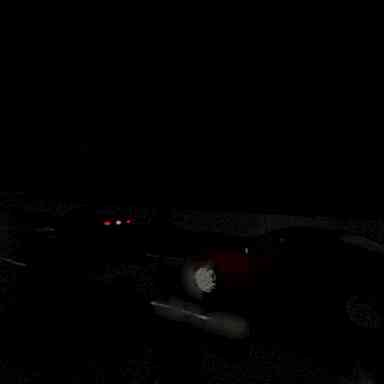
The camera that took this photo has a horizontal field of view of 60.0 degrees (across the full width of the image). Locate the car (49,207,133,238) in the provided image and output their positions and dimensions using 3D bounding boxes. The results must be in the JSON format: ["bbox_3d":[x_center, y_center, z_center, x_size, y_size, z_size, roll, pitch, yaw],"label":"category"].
[{"bbox_3d":[-5.349,1.475,17.244,5.357,1.411,2.033,0,0,40],"label":"car"}]

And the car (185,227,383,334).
[{"bbox_3d":[2.133,1.473,6.861,5.008,1.535,1.882,0,0,36],"label":"car"}]
